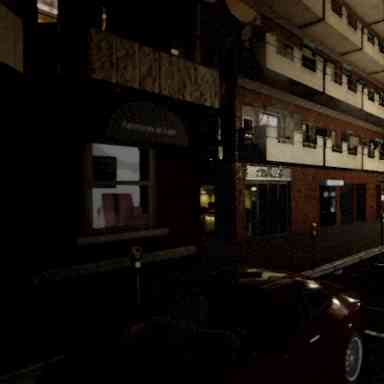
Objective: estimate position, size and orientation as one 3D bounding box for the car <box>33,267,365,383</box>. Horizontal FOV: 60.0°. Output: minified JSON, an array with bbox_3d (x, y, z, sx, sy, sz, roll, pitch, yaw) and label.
[{"bbox_3d":[0.465,1.579,3.600,4.206,1.307,1.802,0,-1,-44],"label":"car"}]
